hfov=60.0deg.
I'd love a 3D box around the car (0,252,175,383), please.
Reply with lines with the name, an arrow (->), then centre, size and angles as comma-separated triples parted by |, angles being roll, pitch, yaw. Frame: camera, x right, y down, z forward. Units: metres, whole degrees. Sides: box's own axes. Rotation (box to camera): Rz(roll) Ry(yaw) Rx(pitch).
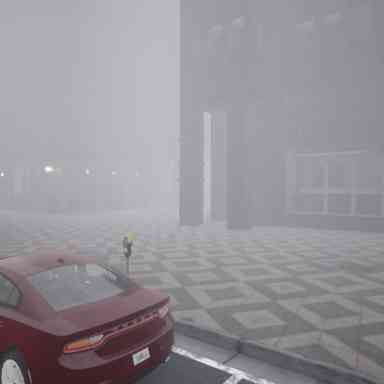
car -> -2.293, 1.544, 4.759 | 4.507, 1.381, 1.887 | 0, 0, 37
